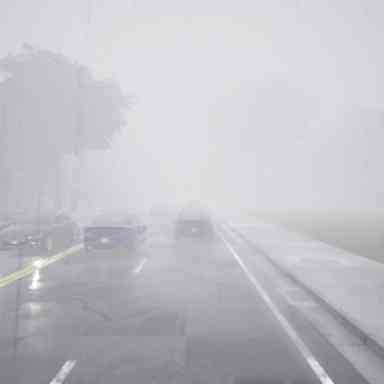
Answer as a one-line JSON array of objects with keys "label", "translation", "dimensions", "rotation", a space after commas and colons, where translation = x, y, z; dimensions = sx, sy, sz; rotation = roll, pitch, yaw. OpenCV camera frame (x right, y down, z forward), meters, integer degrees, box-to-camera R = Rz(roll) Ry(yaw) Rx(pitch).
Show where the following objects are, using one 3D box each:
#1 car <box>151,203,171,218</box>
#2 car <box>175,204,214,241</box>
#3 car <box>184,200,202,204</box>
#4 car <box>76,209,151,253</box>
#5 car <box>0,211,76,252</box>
[{"label": "car", "translation": [-3.152, 1.855, 33.455], "dimensions": [2.033, 1.411, 5.357], "rotation": [0, -1, 0]}, {"label": "car", "translation": [0.100, 1.642, 17.808], "dimensions": [1.882, 1.535, 5.008], "rotation": [0, 0, 0]}, {"label": "car", "translation": [0.103, 1.730, 41.255], "dimensions": [2.097, 1.767, 4.553], "rotation": [0, -1, 0]}, {"label": "car", "translation": [-3.150, 1.611, 14.448], "dimensions": [1.882, 1.535, 5.008], "rotation": [0, 0, 0]}, {"label": "car", "translation": [-6.530, 1.641, 14.686], "dimensions": [1.837, 1.490, 4.892], "rotation": [0, -1, 0]}]
